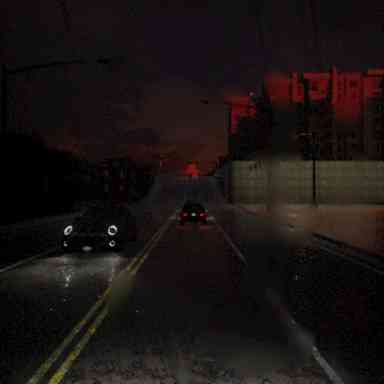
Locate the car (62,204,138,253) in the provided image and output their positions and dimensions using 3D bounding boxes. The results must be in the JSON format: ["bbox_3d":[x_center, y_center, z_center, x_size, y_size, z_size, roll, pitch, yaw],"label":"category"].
[{"bbox_3d":[-3.589,1.353,13.651,2.097,1.767,4.553,0,0,0],"label":"car"}]

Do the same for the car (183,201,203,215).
[{"bbox_3d":[0.102,1.606,34.906,1.895,1.301,4.718,0,0,0],"label":"car"}]

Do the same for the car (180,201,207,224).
[{"bbox_3d":[0.102,1.551,24.553,2.033,1.411,5.357,0,0,0],"label":"car"}]
